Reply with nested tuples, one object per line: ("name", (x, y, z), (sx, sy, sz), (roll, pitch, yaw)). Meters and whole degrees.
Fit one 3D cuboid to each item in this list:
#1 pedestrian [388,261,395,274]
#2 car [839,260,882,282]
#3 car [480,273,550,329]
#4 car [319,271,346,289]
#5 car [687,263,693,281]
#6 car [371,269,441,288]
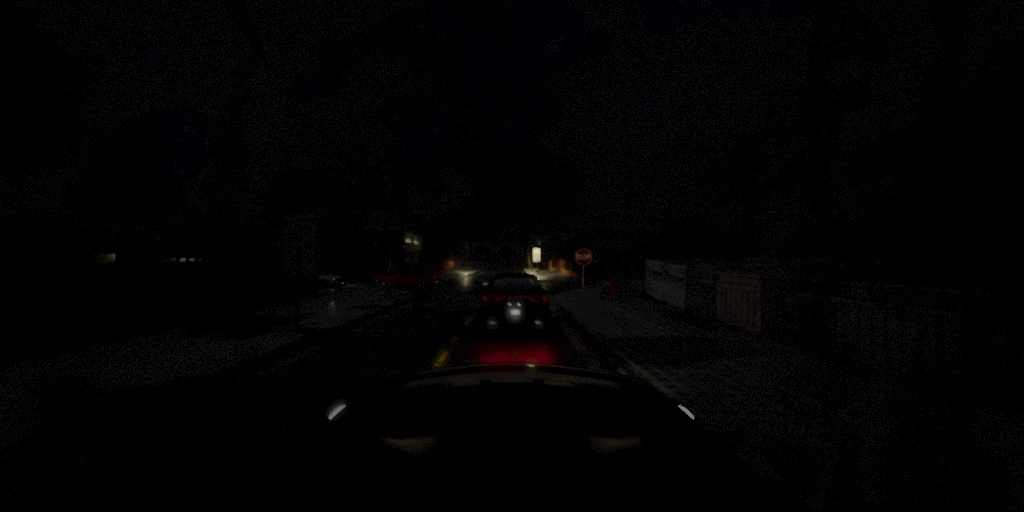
("pedestrian", (-9.679, 1.265, 28.712), (0.375, 1.860, 0.375), (0, -1, 1))
("car", (23.661, 1.064, 25.373), (5.008, 1.535, 1.882), (-2, -2, 1))
("car", (0.092, 1.263, 11.417), (1.882, 1.535, 5.008), (0, 0, 0))
("car", (-13.097, 1.472, 22.866), (4.674, 1.442, 1.812), (0, -2, 1))
("car", (12.236, 1.205, 25.516), (5.008, 1.535, 1.882), (-1, -2, 1))
("car", (-7.677, 1.598, 26.066), (4.718, 1.301, 1.895), (-1, -2, 5))
